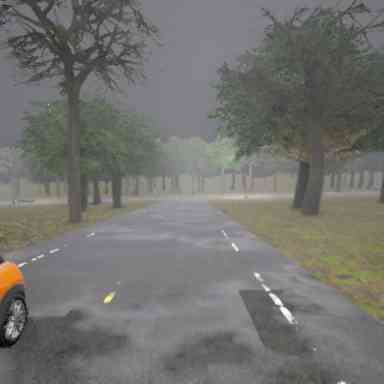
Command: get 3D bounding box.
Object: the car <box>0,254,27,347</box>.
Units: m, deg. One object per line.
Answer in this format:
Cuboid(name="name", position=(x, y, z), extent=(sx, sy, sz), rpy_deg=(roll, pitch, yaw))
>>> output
Cuboid(name="car", position=(-3.599, 1.348, 3.241), extent=(2.097, 1.767, 4.553), rpy_deg=(0, 0, 0))
